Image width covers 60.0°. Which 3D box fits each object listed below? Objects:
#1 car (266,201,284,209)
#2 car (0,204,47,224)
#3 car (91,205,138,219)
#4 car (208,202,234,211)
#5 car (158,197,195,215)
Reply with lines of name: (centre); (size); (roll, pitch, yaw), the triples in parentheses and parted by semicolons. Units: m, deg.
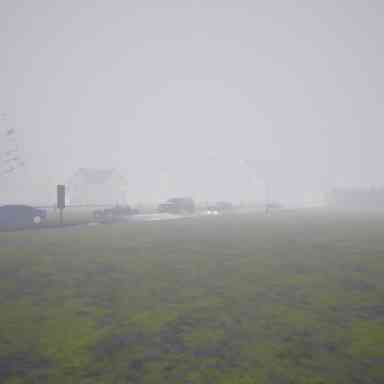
car: (15.061, 2.388, 60.268); (1.994, 1.385, 4.181); (1, 0, 35)
car: (-13.561, 1.671, 25.125); (1.882, 1.535, 5.008); (1, 0, 35)
car: (-7.681, 1.934, 33.394); (1.895, 1.301, 4.718); (1, 0, 35)
car: (4.492, 2.160, 50.413); (2.033, 1.411, 5.357); (1, 0, 36)
car: (-1.845, 1.688, 41.564); (2.150, 2.045, 5.566); (1, 0, 37)
